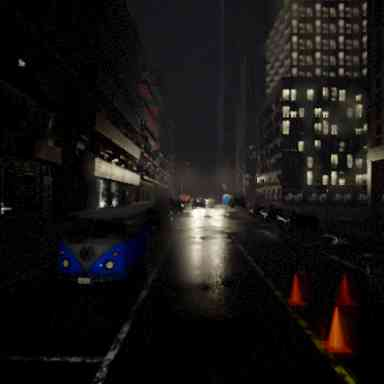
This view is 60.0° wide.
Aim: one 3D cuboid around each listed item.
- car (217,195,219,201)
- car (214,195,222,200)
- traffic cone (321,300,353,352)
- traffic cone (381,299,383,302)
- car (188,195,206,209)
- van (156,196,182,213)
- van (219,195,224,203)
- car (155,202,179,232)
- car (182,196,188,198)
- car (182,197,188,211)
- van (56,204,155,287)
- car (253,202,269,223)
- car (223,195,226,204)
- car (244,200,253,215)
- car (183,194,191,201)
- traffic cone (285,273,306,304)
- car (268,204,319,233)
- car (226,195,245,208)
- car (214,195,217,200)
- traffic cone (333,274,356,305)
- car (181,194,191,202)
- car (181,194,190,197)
[{"bbox_3d":[6.965,1.655,71.496,1.947,1.339,4.313,2,0,1],"label":"car"},{"bbox_3d":[7.258,1.644,94.286,1.947,1.339,4.313,2,0,1],"label":"car"},{"bbox_3d":[2.123,1.980,4.893,0.340,0.580,0.340,1,0,1],"label":"traffic cone"},{"bbox_3d":[4.149,2.000,6.866,0.340,0.580,0.340,1,0,1],"label":"traffic cone"},{"bbox_3d":[0.949,1.530,46.277,2.128,1.511,4.902,1,0,1],"label":"car"},{"bbox_3d":[-1.987,1.349,26.144,1.690,1.788,3.998,2,0,1],"label":"van"},{"bbox_3d":[6.929,1.431,65.799,1.690,1.788,3.998,2,0,1],"label":"van"},{"bbox_3d":[-2.069,1.569,20.447,1.947,1.339,4.313,2,0,1],"label":"car"},{"bbox_3d":[-1.767,1.597,43.236,1.802,1.307,4.206,2,0,1],"label":"car"},{"bbox_3d":[-1.842,1.564,37.540,2.008,1.369,4.403,2,0,1],"label":"car"},{"bbox_3d":[-2.214,1.332,9.047,1.690,1.788,3.998,2,0,1],"label":"van"},{"bbox_3d":[6.385,1.633,25.915,2.008,1.369,4.403,2,0,1],"label":"car"},{"bbox_3d":[6.762,1.641,54.404,2.008,1.369,4.403,2,0,1],"label":"car"},{"bbox_3d":[6.461,1.630,31.613,1.887,1.381,4.507,2,0,1],"label":"car"},{"bbox_3d":[-1.234,1.450,83.126,1.967,1.590,4.097,2,0,1],"label":"car"},{"bbox_3d":[2.150,1.982,6.892,0.340,0.580,0.340,1,0,1],"label":"traffic cone"},{"bbox_3d":[6.309,1.628,20.219,2.008,1.369,4.403,2,0,1],"label":"car"},{"bbox_3d":[6.694,1.405,48.707,2.192,1.841,5.009,2,0,1],"label":"car"},{"bbox_3d":[7.106,1.667,82.891,1.802,1.307,4.206,2,0,1],"label":"car"},{"bbox_3d":[3.149,1.991,6.879,0.340,0.580,0.340,1,0,1],"label":"traffic cone"},{"bbox_3d":[-1.306,1.328,77.426,2.192,1.841,5.009,2,0,1],"label":"car"},{"bbox_3d":[-1.457,1.330,66.032,2.192,1.841,5.009,2,0,1],"label":"car"}]
